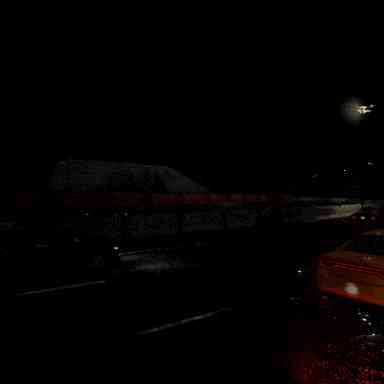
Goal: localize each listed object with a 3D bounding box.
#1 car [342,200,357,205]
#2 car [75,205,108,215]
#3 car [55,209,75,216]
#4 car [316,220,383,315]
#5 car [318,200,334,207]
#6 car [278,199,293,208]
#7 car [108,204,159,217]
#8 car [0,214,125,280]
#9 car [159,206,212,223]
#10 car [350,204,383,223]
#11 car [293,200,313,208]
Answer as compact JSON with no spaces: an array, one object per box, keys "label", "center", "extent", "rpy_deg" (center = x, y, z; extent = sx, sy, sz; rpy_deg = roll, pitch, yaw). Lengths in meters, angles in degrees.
[{"label":"car","center":[27.206,2.148,57.425],"extent":[1.994,1.385,4.181],"rpy_deg":[0,-1,34]},{"label":"car","center":[-7.119,1.819,29.579],"extent":[5.357,1.411,2.033],"rpy_deg":[1,-1,-40]},{"label":"car","center":[-10.326,1.886,31.476],"extent":[4.718,1.301,1.895],"rpy_deg":[1,-1,-40]},{"label":"car","center":[4.743,1.556,7.305],"extent":[5.008,1.535,1.882],"rpy_deg":[0,0,-38]},{"label":"car","center":[23.587,2.090,58.298],"extent":[2.128,1.511,4.902],"rpy_deg":[0,-1,35]},{"label":"car","center":[17.526,2.118,61.860],"extent":[2.128,1.511,4.902],"rpy_deg":[0,-1,35]},{"label":"car","center":[-4.053,1.749,27.629],"extent":[4.902,1.511,2.128],"rpy_deg":[1,-1,-41]},{"label":"car","center":[-4.417,1.589,9.233],"extent":[4.892,1.490,1.837],"rpy_deg":[0,0,-36]},{"label":"car","center":[-0.161,1.816,26.376],"extent":[4.181,1.385,1.994],"rpy_deg":[1,-1,-41]},{"label":"car","center":[13.119,1.796,23.846],"extent":[5.357,1.411,2.033],"rpy_deg":[1,-1,-45]},{"label":"car","center":[20.291,2.162,59.719],"extent":[1.994,1.385,4.181],"rpy_deg":[0,-1,36]}]
